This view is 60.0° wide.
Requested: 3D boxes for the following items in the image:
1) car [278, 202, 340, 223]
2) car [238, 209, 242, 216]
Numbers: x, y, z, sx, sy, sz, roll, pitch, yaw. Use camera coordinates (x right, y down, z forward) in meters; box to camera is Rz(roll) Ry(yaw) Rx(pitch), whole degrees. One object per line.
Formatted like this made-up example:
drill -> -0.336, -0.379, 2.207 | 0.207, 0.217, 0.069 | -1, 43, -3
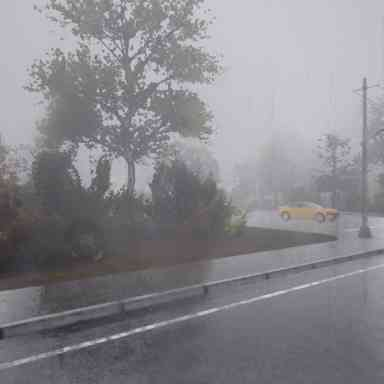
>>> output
car -> 9.326, 1.566, 26.865 | 1.882, 1.535, 5.008 | 0, -1, -39
car -> 2.991, 1.584, 34.354 | 2.097, 1.767, 4.553 | 0, -1, -43
